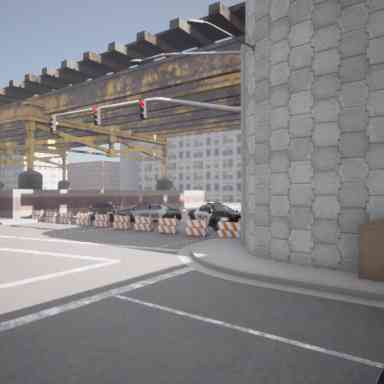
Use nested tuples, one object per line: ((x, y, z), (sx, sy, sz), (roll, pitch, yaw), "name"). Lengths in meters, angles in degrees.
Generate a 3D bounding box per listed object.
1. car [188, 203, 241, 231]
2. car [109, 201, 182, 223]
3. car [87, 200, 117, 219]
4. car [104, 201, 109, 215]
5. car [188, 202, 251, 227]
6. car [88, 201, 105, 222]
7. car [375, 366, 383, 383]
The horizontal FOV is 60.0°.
((1.575, 1.453, 20.627), (2.038, 1.542, 4.974), (0, 0, -25), "car")
((-3.145, 1.295, 23.205), (4.536, 1.218, 1.853), (0, 0, 0), "car")
((-6.905, 1.295, 26.005), (1.853, 1.218, 4.536), (0, 0, -10), "car")
((-3.197, 1.453, 23.205), (4.974, 1.542, 2.038), (0, 0, 0), "car")
((1.553, 1.295, 20.674), (1.853, 1.218, 4.536), (0, 0, -25), "car")
((-6.896, 1.453, 25.954), (2.038, 1.542, 4.974), (0, 0, -10), "car")
((3.477, 1.601, 1.492), (4.718, 1.301, 1.895), (0, 0, 36), "car")
